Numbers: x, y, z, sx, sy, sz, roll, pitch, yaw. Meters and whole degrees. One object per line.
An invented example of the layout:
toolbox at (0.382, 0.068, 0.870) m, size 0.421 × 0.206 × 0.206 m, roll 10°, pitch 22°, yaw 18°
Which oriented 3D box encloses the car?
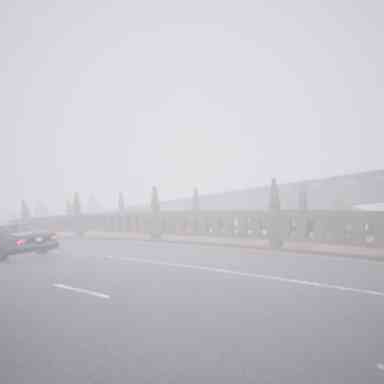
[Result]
car at (-7.707, 1.957, 13.779) m, size 5.357 × 1.411 × 2.033 m, roll -4°, pitch -2°, yaw 35°
